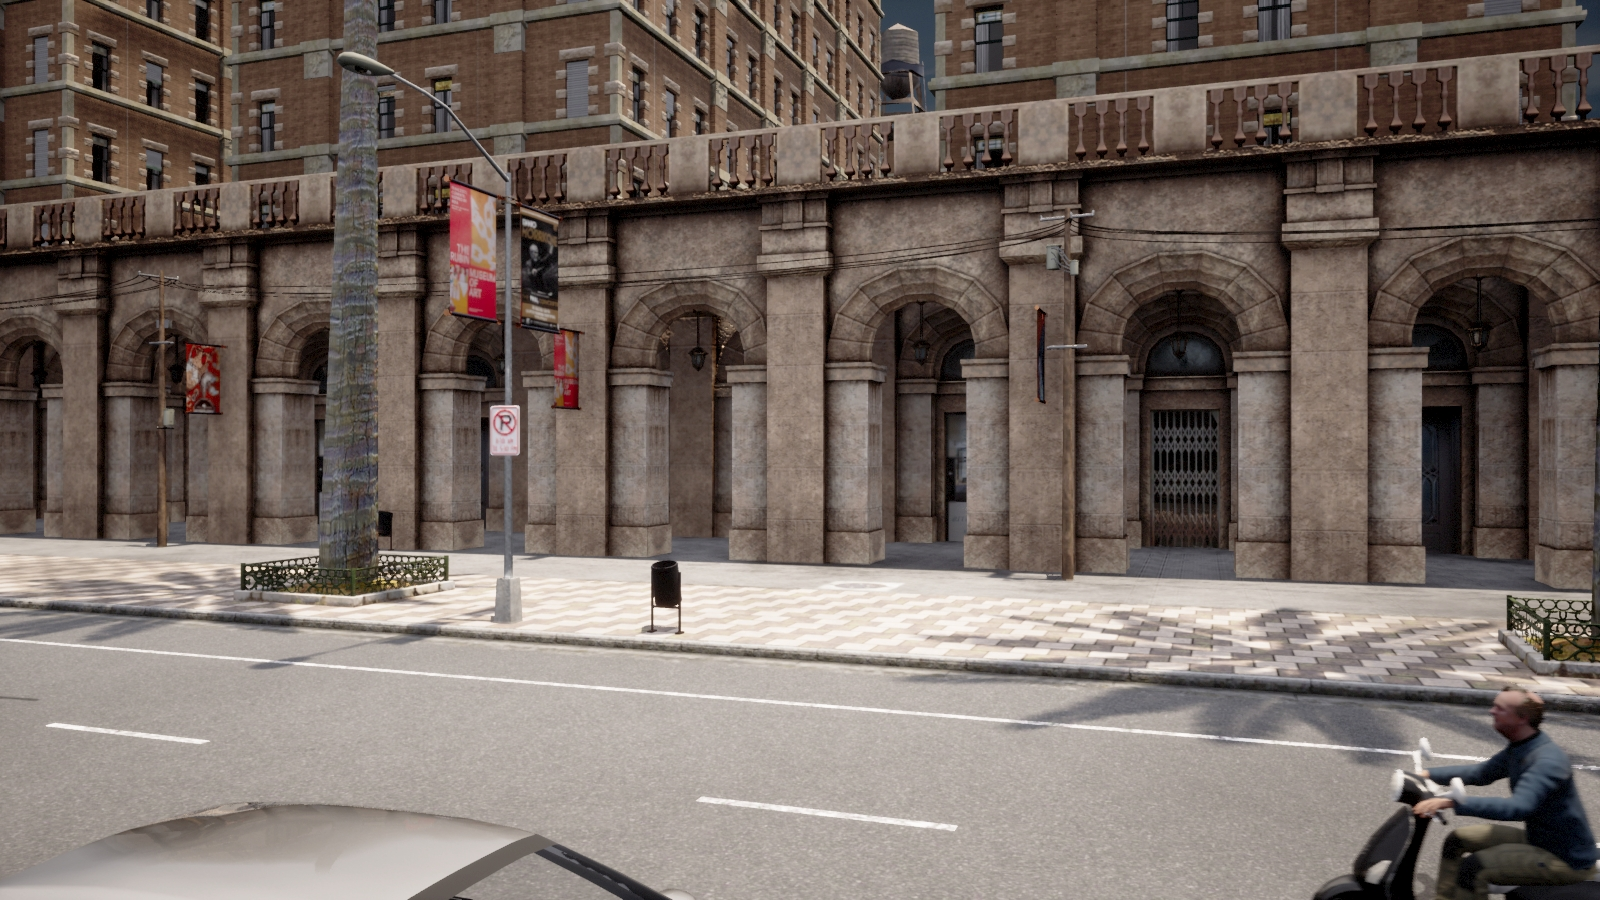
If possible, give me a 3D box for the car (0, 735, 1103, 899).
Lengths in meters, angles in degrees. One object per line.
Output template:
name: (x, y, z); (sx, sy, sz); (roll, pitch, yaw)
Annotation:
car: (-1.248, 2.067, 3.754); (4.193, 1.474, 1.816); (0, 0, 20)
